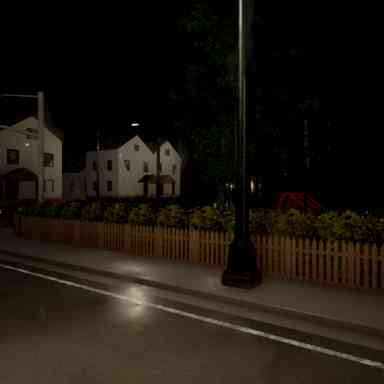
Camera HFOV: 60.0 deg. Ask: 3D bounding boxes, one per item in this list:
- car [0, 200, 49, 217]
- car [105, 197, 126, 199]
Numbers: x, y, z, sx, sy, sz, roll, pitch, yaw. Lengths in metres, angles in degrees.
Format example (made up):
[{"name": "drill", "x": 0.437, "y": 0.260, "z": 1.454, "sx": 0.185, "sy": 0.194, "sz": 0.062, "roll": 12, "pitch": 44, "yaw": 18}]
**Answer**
[{"name": "car", "x": -15.037, "y": 1.491, "z": 30.641, "sx": 2.128, "sy": 1.511, "sz": 4.902, "roll": 0, "pitch": 0, "yaw": 35}, {"name": "car", "x": -9.389, "y": 1.352, "z": 38.811, "sx": 2.097, "sy": 1.767, "sz": 4.553, "roll": 0, "pitch": 0, "yaw": 35}]
